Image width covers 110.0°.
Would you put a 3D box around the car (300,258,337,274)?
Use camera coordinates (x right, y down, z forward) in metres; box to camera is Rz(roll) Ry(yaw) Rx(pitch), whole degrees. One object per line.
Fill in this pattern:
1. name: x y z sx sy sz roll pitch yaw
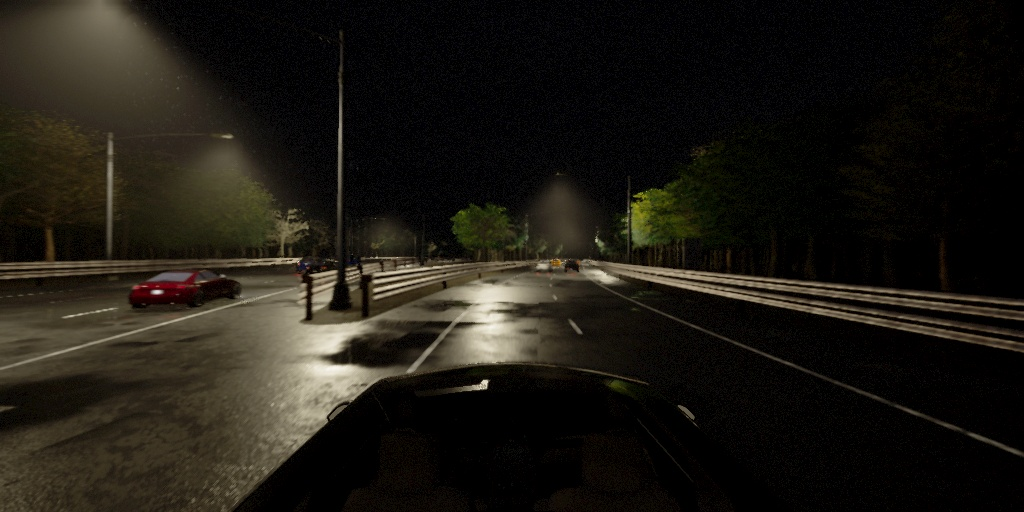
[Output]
1. car: -17.101 1.130 32.482 1.812 1.442 4.674 1 0 -12

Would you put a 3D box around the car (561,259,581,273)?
1. car: 7.833 1.362 47.083 1.837 1.490 4.892 0 0 11

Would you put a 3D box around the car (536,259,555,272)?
1. car: 4.306 1.352 47.266 1.812 1.442 4.674 0 0 11

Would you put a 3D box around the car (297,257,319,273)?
1. car: -22.129 0.905 40.026 2.097 1.767 4.553 1 0 -11

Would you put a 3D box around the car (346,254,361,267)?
1. car: -25.002 0.753 55.283 2.150 2.045 5.566 1 0 -9

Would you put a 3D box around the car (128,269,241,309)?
1. car: -12.745 1.210 14.317 1.994 1.385 4.181 1 0 -15
